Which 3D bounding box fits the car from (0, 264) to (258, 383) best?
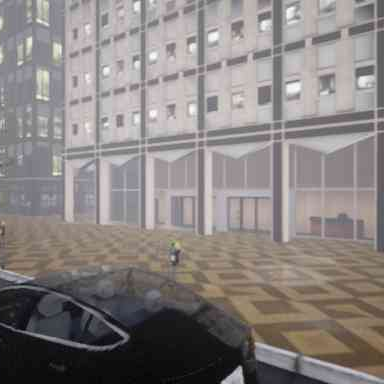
[{"bbox_3d":[-1.370,1.549,3.854,4.313,1.339,1.947,0,0,35],"label":"car"}]
